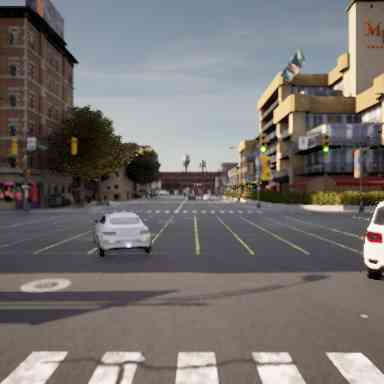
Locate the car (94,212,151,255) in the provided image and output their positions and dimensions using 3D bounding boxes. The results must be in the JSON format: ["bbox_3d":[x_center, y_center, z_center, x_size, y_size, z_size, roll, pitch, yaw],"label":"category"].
[{"bbox_3d":[-2.842,1.511,13.206,1.812,1.442,4.674,0,0,-19],"label":"car"}]

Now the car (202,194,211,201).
[{"bbox_3d":[3.505,1.428,79.451,1.812,1.442,4.674,0,0,0],"label":"car"}]

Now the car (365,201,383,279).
[{"bbox_3d":[6.416,1.210,9.345,2.150,2.045,5.566,-1,-1,37],"label":"car"}]

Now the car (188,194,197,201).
[{"bbox_3d":[0.005,1.412,80.210,1.837,1.490,4.892,0,0,0],"label":"car"}]

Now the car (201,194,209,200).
[{"bbox_3d":[3.505,1.325,89.012,2.033,1.411,5.357,0,0,0],"label":"car"}]
